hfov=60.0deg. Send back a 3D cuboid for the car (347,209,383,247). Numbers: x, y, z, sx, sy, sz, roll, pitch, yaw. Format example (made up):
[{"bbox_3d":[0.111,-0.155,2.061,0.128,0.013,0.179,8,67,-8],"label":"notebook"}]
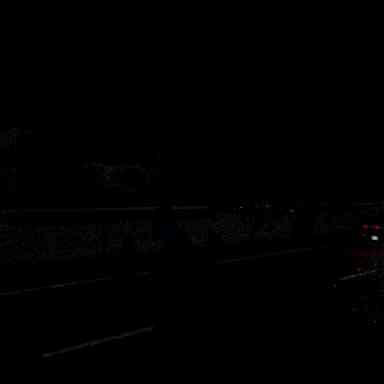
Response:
[{"bbox_3d":[9.234,1.633,14.599,4.902,1.511,2.128,1,0,-35],"label":"car"}]

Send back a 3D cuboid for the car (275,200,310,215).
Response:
[{"bbox_3d":[10.755,1.769,33.089,4.674,1.442,1.812,1,0,-35],"label":"car"}]

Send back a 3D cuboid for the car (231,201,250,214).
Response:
[{"bbox_3d":[6.722,1.765,38.808,4.674,1.442,1.812,1,0,-36],"label":"car"}]

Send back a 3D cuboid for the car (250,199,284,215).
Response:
[{"bbox_3d":[8.990,1.596,36.127,4.553,1.767,2.097,1,0,-35],"label":"car"}]

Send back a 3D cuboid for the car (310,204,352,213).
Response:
[{"bbox_3d":[13.192,1.813,30.526,4.181,1.385,1.994,1,0,-35],"label":"car"}]
